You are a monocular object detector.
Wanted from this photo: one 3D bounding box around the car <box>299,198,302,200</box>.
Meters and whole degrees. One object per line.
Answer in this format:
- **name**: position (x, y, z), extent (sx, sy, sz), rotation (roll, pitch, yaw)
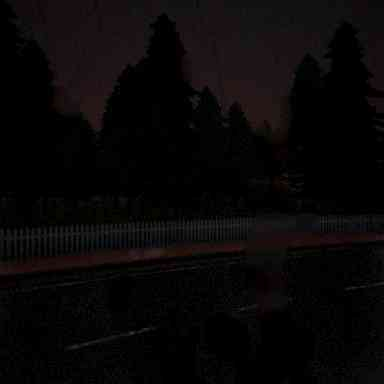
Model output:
- **car**: position (20.942, 1.538, 60.207), extent (2.128, 1.511, 4.902), rotation (0, 0, -3)
